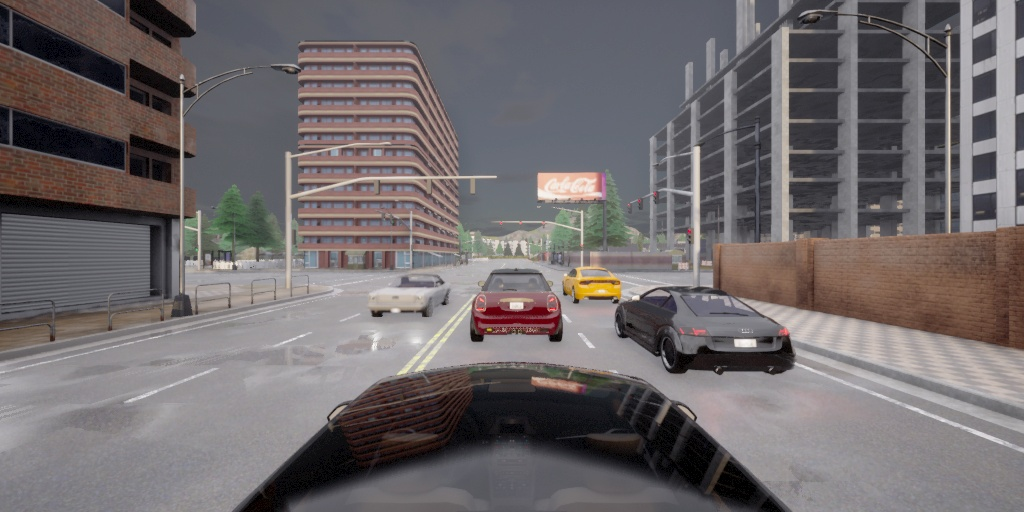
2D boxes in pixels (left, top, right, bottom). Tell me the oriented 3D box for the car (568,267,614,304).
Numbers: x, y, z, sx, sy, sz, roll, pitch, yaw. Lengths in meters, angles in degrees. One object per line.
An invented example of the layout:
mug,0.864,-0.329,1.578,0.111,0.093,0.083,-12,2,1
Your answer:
car,3.499,1.228,16.471,1.882,1.535,5.008,0,0,0

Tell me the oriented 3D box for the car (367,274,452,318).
car,-3.526,1.351,13.108,1.895,1.301,4.718,0,0,1

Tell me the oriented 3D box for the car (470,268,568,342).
car,0.100,1.102,9.943,2.097,1.767,4.553,0,0,0

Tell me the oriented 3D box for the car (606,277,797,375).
car,3.598,1.314,7.538,1.994,1.385,4.181,0,0,0
